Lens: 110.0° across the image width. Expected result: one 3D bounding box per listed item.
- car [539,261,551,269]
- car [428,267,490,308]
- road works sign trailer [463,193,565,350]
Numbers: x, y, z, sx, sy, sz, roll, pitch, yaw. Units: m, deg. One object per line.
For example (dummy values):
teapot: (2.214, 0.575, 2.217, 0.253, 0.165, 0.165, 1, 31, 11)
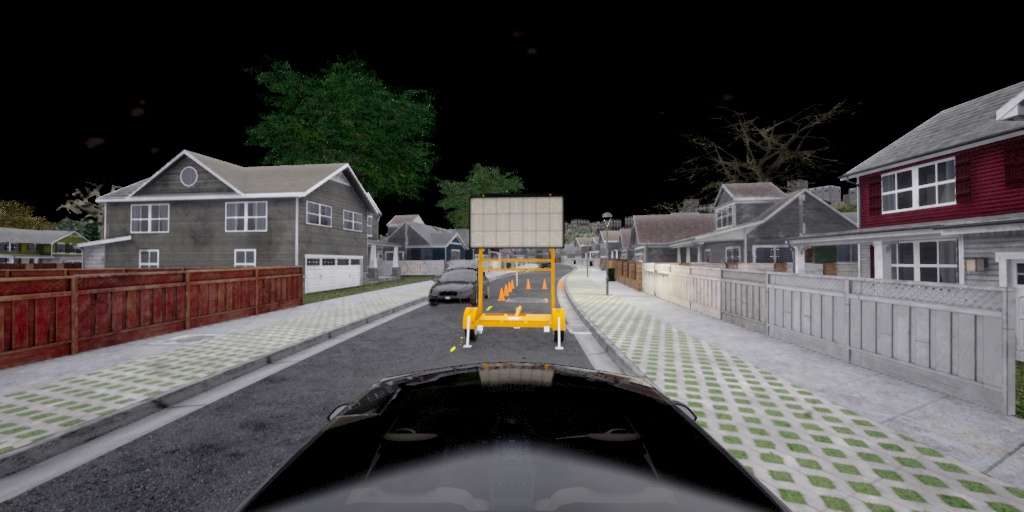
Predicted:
car: (5.374, 1.407, 56.501, 2.033, 1.411, 5.357, 0, 0, 10)
car: (-2.119, 1.269, 15.457, 1.837, 1.490, 4.892, 0, 0, 5)
road works sign trailer: (0.130, 0.219, 9.167, 2.380, 3.560, 2.880, 0, 0, 5)
